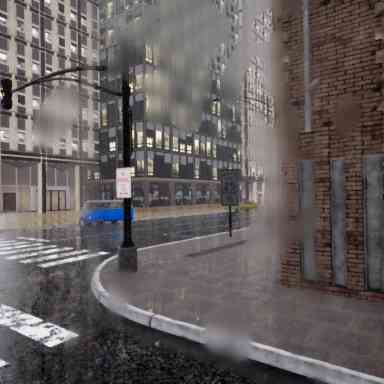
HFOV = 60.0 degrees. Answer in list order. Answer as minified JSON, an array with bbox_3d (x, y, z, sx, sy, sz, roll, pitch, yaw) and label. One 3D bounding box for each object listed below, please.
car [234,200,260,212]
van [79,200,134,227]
[{"bbox_3d":[6.885,1.689,41.355,1.752,1.417,4.829,-2,-1,36],"label":"car"},{"bbox_3d":[-5.953,1.460,23.448,1.690,1.788,3.998,-2,-1,36],"label":"van"}]
